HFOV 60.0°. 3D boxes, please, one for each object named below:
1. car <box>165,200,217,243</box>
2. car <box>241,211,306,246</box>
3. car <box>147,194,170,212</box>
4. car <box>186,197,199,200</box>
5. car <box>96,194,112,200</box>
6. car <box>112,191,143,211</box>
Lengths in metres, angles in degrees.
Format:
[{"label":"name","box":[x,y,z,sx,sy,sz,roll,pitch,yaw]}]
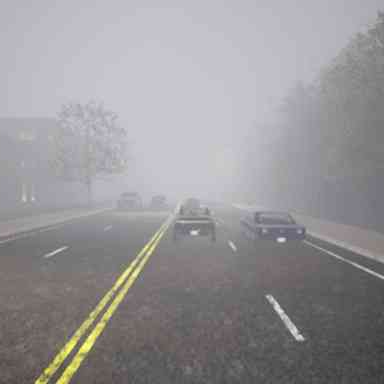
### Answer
[{"label":"car","box":[0.092,1.366,15.451,2.128,1.511,4.902,0,0,0]},{"label":"car","box":[3.341,1.482,14.636,1.895,1.301,4.718,0,0,0]},{"label":"car","box":[-3.402,1.072,34.840,2.097,1.767,4.553,0,0,0]},{"label":"car","box":[0.052,1.256,33.542,1.812,1.442,4.674,0,0,0]},{"label":"car","box":[-20.736,1.188,79.240,4.313,1.339,1.947,-1,2,-1]},{"label":"car","box":[-6.658,0.933,35.970,2.150,2.045,5.566,0,0,0]}]
